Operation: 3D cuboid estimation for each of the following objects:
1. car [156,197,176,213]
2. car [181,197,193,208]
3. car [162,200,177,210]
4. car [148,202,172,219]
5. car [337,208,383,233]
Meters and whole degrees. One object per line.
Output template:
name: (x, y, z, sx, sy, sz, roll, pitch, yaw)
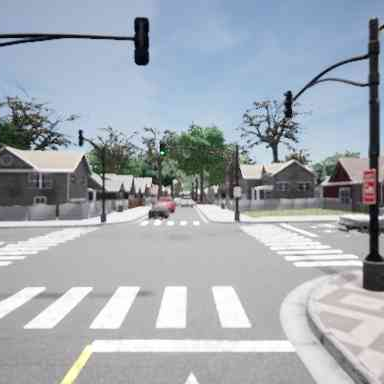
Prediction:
car: (-3.467, 1.713, 43.949, 2.150, 2.045, 5.566, 0, -1, -1)
car: (-0.959, 1.961, 64.711, 2.150, 2.045, 5.566, 0, -1, -1)
car: (-3.630, 2.105, 54.247, 2.128, 1.511, 4.902, 0, -1, -1)
car: (-3.300, 1.968, 33.475, 1.895, 1.301, 4.718, 0, -1, -1)
car: (10.830, 1.547, 18.767, 4.718, 1.301, 1.895, -1, 0, -1)
